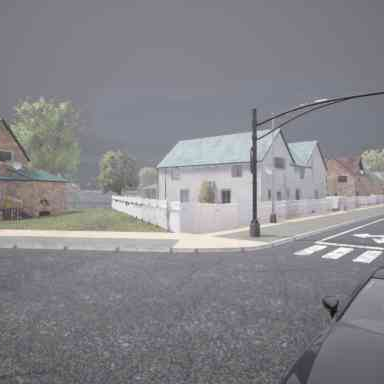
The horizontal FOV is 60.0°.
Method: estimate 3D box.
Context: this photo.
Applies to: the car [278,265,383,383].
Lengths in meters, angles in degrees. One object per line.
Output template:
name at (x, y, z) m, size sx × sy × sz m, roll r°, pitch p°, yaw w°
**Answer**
car at (2.520, 1.524, 3.395) m, size 1.812 × 1.442 × 4.674 m, roll 0°, pitch 0°, yaw 42°
